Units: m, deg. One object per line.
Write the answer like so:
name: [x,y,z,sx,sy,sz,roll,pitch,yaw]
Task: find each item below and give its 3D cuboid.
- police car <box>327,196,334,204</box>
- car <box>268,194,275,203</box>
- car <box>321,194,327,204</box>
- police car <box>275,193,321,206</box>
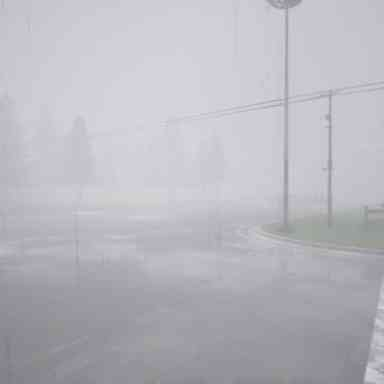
police car: [18.864,1.014,50.894,5.238,1.638,1.930,0,0,21]
car: [14.191,1.019,54.374,1.882,1.535,5.008,1,1,39]
car: [16.712,1.127,48.639,1.812,1.442,4.674,-3,2,-40]
police car: [14.557,1.108,45.885,4.974,1.542,2.038,0,3,40]
